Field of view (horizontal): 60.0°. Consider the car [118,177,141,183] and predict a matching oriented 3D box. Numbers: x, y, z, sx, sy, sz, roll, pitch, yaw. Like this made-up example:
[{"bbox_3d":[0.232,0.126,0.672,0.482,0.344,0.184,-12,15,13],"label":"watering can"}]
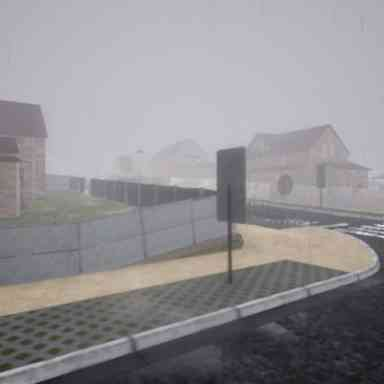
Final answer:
[{"bbox_3d":[-6.906,-0.850,36.940,2.097,1.767,4.553,0,4,-30],"label":"car"}]
